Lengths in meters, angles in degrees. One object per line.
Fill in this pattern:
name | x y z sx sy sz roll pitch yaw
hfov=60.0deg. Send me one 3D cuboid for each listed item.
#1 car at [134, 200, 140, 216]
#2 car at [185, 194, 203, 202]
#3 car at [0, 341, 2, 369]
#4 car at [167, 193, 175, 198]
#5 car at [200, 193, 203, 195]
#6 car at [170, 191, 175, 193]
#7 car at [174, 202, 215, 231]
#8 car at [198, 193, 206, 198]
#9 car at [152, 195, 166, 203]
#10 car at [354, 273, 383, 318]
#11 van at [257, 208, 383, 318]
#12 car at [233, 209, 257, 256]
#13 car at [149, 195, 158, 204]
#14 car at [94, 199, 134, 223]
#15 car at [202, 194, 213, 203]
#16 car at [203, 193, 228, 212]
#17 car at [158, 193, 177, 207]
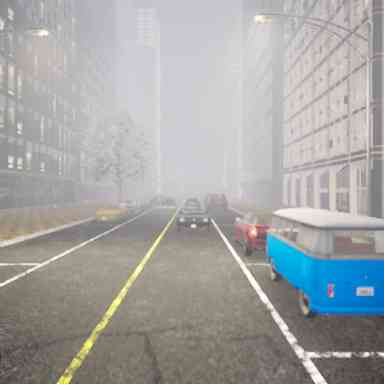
car | -5.699 1.358 29.792 2.008 1.369 4.403 0 0 0
car | 0.085 1.296 40.810 1.994 1.385 4.181 0 0 0
car | -3.102 1.551 1.985 1.994 1.385 4.181 0 0 0
car | -5.722 0.896 92.406 1.887 1.381 4.507 0 0 0
car | 2.677 1.005 46.859 2.192 1.841 5.009 0 0 0
car | -5.718 0.989 81.022 2.008 1.369 4.403 0 0 0
car | 0.093 1.476 19.560 1.895 1.301 4.718 0 0 0
car | 2.660 0.961 86.704 1.947 1.339 4.313 0 0 0
car | -5.710 1.174 58.254 1.947 1.339 4.313 0 0 0
car | 2.692 1.557 1.323 1.947 1.339 4.313 0 0 0
van | 2.691 1.297 7.015 1.690 1.788 3.998 0 0 0
car | 2.689 1.360 12.707 1.967 1.590 4.097 0 0 0
car | -5.707 1.200 52.561 2.008 1.369 4.403 0 0 0
car | -5.697 1.372 23.929 1.752 1.417 4.829 0 0 0
car | 2.671 1.133 58.413 1.752 1.417 4.829 0 0 0
car | 2.681 1.084 35.474 2.192 1.841 5.009 0 0 0
car | -3.103 1.266 45.234 1.994 1.385 4.181 0 0 0
